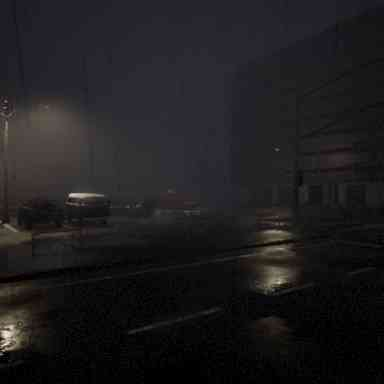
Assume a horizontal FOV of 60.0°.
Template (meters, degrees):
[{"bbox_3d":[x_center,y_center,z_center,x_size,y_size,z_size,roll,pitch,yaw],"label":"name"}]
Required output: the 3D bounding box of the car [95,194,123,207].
[{"bbox_3d":[-14.215,1.308,56.742,2.033,1.411,5.357,0,0,-35],"label":"car"}]

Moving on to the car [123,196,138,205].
[{"bbox_3d":[-11.376,1.454,58.789,2.097,1.767,4.553,0,0,-35],"label":"car"}]

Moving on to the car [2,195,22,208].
[{"bbox_3d":[-29.367,1.205,53.830,1.932,1.855,4.605,0,0,-35],"label":"car"}]

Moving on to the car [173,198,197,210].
[{"bbox_3d":[-1.247,1.528,44.320,1.882,1.535,5.008,0,0,-35],"label":"car"}]

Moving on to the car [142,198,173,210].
[{"bbox_3d":[-4.844,1.556,43.346,1.837,1.490,4.892,0,0,-35],"label":"car"}]
